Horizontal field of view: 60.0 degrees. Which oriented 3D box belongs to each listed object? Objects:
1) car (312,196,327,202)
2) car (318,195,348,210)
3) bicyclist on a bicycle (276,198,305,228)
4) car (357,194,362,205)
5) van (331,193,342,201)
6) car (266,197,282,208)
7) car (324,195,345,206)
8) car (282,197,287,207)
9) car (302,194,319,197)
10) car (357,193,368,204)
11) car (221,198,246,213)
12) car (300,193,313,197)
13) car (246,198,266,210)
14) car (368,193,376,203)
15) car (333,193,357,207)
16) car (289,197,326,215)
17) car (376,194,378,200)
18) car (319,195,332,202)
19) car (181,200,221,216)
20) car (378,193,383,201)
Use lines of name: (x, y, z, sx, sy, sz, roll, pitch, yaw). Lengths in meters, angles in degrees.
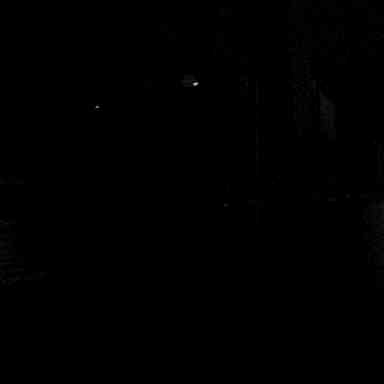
car: (26.336, 1.415, 68.743, 1.947, 1.339, 4.313, 0, 0, 35)
car: (17.279, 1.375, 40.704, 1.887, 1.381, 4.507, 0, 0, 35)
bicyclist on a bicycle: (5.385, 1.176, 18.336, 1.656, 1.620, 0.582, -1, 0, 35)
car: (23.702, 1.376, 49.974, 1.947, 1.339, 4.313, 0, 0, 35)
van: (35.968, 1.183, 82.650, 1.690, 1.788, 3.998, -1, 0, 35)
car: (10.179, 1.424, 45.424, 1.752, 1.417, 4.829, 0, 0, 35)
car: (22.914, 1.318, 53.346, 2.128, 1.511, 4.902, -1, 0, 35)
car: (13.488, 1.453, 50.200, 1.947, 1.339, 4.313, 0, 0, 35)
car: (16.696, 1.338, 44.371, 2.128, 1.511, 4.902, -1, 0, 35)
car: (26.913, 1.116, 54.609, 2.192, 1.841, 5.009, 0, 0, 35)
car: (3.851, 1.364, 36.293, 1.967, 1.590, 4.097, 0, 0, 35)
car: (19.911, 1.413, 59.471, 1.887, 1.381, 4.507, 0, 0, 35)
car: (7.065, 1.492, 40.929, 1.802, 1.307, 4.206, 0, 0, 35)
car: (33.336, 1.097, 63.880, 2.192, 1.841, 5.009, 0, 0, 35)
car: (20.490, 1.135, 45.340, 2.192, 1.841, 5.009, 0, 0, 35)
car: (10.857, 1.423, 31.434, 1.947, 1.339, 4.313, 0, 0, 35)
car: (36.645, 1.300, 68.653, 1.752, 1.417, 4.829, 0, 0, 35)
car: (29.547, 1.424, 73.377, 1.802, 1.307, 4.206, 0, 0, 35)
car: (0.641, 1.522, 31.658, 1.802, 1.307, 4.206, 0, 0, 35)
car: (42.970, 1.356, 77.783, 1.802, 1.307, 4.206, -1, 0, 35)
